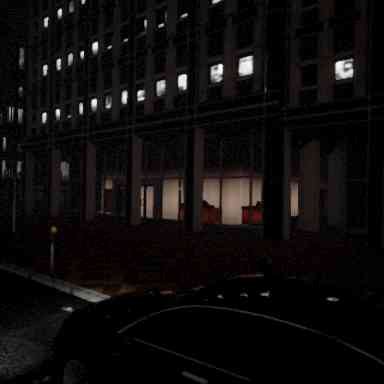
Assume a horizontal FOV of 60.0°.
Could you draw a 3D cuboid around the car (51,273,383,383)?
[{"bbox_3d":[0.595,1.537,2.993,4.892,1.490,1.837,0,-1,39],"label":"car"}]
